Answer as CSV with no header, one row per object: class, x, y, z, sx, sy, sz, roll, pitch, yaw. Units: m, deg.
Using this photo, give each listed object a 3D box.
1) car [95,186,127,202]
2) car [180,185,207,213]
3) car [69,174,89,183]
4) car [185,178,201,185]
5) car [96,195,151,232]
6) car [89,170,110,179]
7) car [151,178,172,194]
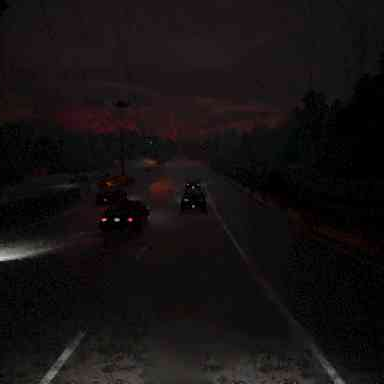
car,-6.889,0.228,28.802,1.882,1.535,5.008,0,6,0
car,0.109,0.587,25.005,2.128,1.511,4.902,0,5,0
car,-17.392,-2.051,51.382,1.895,1.301,4.718,0,6,0
car,0.156,-1.082,42.095,1.895,1.301,4.718,0,6,0
car,-3.394,1.165,17.573,2.033,1.411,5.357,0,3,0
car,-13.892,-2.577,51.334,1.837,1.490,4.892,0,6,0
car,-3.366,-0.834,37.526,2.097,1.767,4.553,0,6,0
